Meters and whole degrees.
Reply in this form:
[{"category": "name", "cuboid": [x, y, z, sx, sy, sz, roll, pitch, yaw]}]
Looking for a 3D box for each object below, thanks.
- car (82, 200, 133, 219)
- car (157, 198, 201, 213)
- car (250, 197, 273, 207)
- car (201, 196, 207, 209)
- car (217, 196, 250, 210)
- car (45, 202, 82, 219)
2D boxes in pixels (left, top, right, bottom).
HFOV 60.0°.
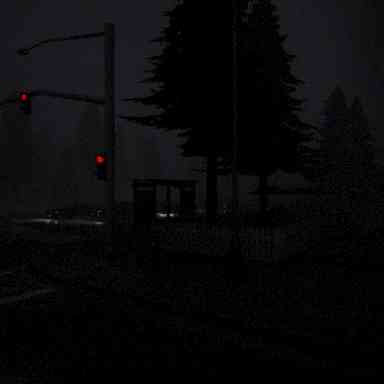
[{"category": "car", "cuboid": [-6.690, 1.515, 28.770, 1.837, 1.490, 4.892, 0, 0, 36]}, {"category": "car", "cuboid": [-1.380, 1.574, 35.913, 1.994, 1.385, 4.181, 0, 0, 38]}, {"category": "car", "cuboid": [10.468, 1.487, 51.993, 5.008, 1.535, 1.882, 0, 0, -31]}, {"category": "car", "cuboid": [1.981, 1.370, 45.247, 4.553, 1.767, 2.097, 0, 0, -44]}, {"category": "car", "cuboid": [4.981, 1.360, 43.328, 4.553, 1.767, 2.097, 0, 0, -44]}, {"category": "car", "cuboid": [-10.254, 1.568, 29.841, 2.033, 1.411, 5.357, 0, 0, 36]}]
